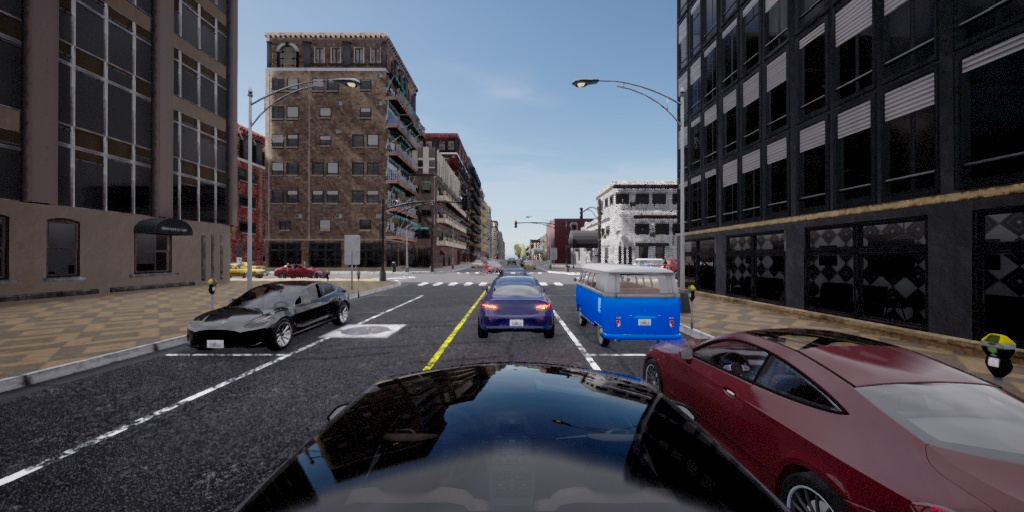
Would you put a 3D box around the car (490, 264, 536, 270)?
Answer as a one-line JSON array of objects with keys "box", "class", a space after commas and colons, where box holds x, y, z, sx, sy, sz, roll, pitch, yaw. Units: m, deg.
[{"box": [0.088, 1.317, 18.482, 1.994, 1.385, 4.181, 0, 0, 0], "class": "car"}]

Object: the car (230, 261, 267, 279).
[{"box": [-22.967, 1.215, 29.818, 4.829, 1.417, 1.751, 0, 0, 0], "class": "car"}]

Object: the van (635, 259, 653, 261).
[{"box": [14.887, 1.174, 38.299, 3.998, 1.789, 1.690, 0, 0, 0], "class": "van"}]

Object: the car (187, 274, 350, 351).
[{"box": [-5.692, 1.317, 9.055, 1.948, 1.339, 4.313, 0, 0, 0], "class": "car"}]

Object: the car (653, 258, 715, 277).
[{"box": [14.912, 1.107, 29.919, 5.009, 1.841, 2.192, 0, 0, 0], "class": "car"}]

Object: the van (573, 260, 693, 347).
[{"box": [2.655, 1.092, 9.031, 1.690, 1.789, 3.998, 0, 0, 0], "class": "van"}]

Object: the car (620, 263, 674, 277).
[{"box": [13.394, 1.417, 35.729, 4.718, 1.301, 1.895, 0, 0, 1], "class": "car"}]

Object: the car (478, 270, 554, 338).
[{"box": [0.099, 1.277, 10.031, 1.812, 1.442, 4.674, 0, 0, 0], "class": "car"}]

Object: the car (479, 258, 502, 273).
[{"box": [-2.271, 1.309, 41.118, 1.812, 1.442, 4.674, 0, 0, -14], "class": "car"}]

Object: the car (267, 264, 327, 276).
[{"box": [-17.474, 1.283, 29.833, 4.207, 1.307, 1.802, 0, 0, 0], "class": "car"}]

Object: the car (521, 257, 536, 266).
[{"box": [2.677, 1.309, 53.987, 1.751, 1.417, 4.829, 0, 0, 0], "class": "car"}]

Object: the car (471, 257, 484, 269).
[{"box": [-5.706, 1.316, 59.183, 1.751, 1.417, 4.829, 0, 0, 0], "class": "car"}]

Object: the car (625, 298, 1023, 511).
[{"box": [2.657, 1.332, 3.342, 1.802, 1.307, 4.207, 0, 0, 0], "class": "car"}]

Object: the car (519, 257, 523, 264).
[{"box": [2.674, 1.380, 64.896, 1.802, 1.307, 4.207, 0, 0, 0], "class": "car"}]
